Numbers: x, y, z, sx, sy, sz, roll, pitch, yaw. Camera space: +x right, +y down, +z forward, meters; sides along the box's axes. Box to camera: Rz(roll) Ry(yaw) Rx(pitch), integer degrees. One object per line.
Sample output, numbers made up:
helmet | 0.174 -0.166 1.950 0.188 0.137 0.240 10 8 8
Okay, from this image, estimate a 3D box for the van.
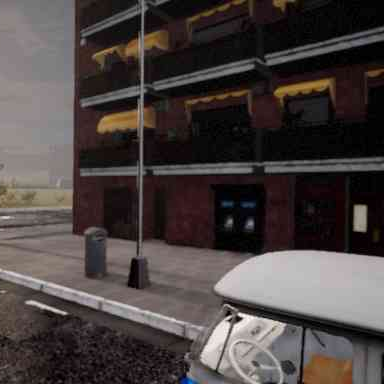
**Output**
van | 1.739 1.343 1.617 3.998 1.788 1.690 0 1 36
